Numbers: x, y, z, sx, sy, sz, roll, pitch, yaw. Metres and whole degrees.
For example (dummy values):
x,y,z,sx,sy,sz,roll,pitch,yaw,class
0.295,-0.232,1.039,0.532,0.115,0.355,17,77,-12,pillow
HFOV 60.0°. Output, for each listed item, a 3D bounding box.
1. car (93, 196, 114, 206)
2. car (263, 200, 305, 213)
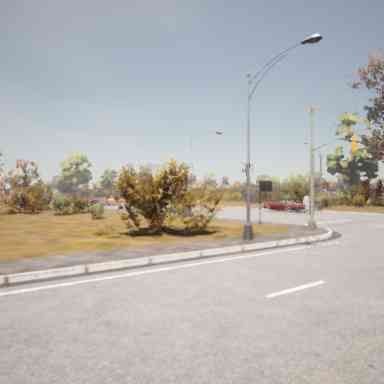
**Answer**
x,y,z,sx,sy,sz,roll,pitch,yaw,class
-14.870,1.556,53.679,1.812,1.442,4.674,0,0,-38,car
10.594,1.635,38.724,1.895,1.301,4.718,0,0,-39,car
